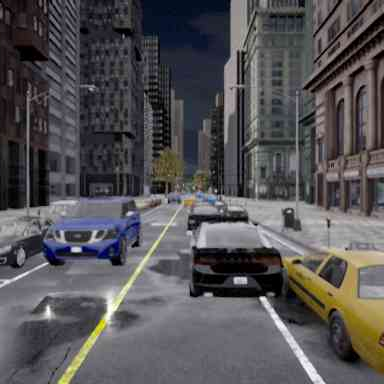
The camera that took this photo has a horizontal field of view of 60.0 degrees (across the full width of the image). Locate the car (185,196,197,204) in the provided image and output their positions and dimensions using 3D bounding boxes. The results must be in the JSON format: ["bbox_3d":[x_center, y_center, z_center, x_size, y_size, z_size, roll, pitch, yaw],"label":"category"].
[{"bbox_3d":[-0.164,1.443,59.782,1.994,1.385,4.181,0,0,0],"label":"car"}]

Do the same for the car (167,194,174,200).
[{"bbox_3d":[-6.022,1.356,93.149,1.752,1.417,4.829,0,0,0],"label":"car"}]

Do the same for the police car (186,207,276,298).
[{"bbox_3d":[0.877,1.407,8.649,1.930,1.638,5.238,0,0,0],"label":"police car"}]

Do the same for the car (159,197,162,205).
[{"bbox_3d":[-5.911,1.443,49.701,1.887,1.381,4.507,0,0,0],"label":"car"}]

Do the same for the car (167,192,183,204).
[{"bbox_3d":[-3.163,1.087,59.334,2.150,2.045,5.566,0,0,0],"label":"car"}]

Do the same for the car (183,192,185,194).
[{"bbox_3d":[-3.193,1.117,71.499,2.150,2.045,5.566,0,0,0],"label":"car"}]

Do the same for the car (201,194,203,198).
[{"bbox_3d":[2.627,1.432,55.231,1.887,1.381,4.507,0,0,0],"label":"car"}]

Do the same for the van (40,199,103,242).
[{"bbox_3d":[-5.812,1.307,16.548,1.690,1.788,3.998,0,0,0],"label":"van"}]

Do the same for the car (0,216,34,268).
[{"bbox_3d":[-5.797,1.528,11.023,2.008,1.369,4.403,0,0,0],"label":"car"}]

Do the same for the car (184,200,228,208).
[{"bbox_3d":[0.743,1.441,18.563,1.882,1.535,5.008,0,0,2],"label":"car"}]

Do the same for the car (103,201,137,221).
[{"bbox_3d":[-5.846,1.488,27.599,1.887,1.381,4.507,0,0,0],"label":"car"}]

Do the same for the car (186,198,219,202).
[{"bbox_3d":[0.731,1.428,24.513,1.882,1.535,5.008,0,0,-2],"label":"car"}]

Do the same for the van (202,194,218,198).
[{"bbox_3d":[2.657,1.250,44.181,1.690,1.788,3.998,0,0,0],"label":"van"}]

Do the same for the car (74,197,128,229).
[{"bbox_3d":[-5.828,1.269,22.073,2.192,1.841,5.009,0,0,0],"label":"car"}]

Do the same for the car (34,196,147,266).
[{"bbox_3d":[-3.131,1.197,11.749,2.150,2.045,5.566,0,0,0],"label":"car"}]

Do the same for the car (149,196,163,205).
[{"bbox_3d":[-5.928,1.432,55.226,1.887,1.381,4.507,0,0,0],"label":"car"}]

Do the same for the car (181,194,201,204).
[{"bbox_3d":[-0.106,1.381,46.874,1.882,1.535,5.008,0,0,1],"label":"car"}]

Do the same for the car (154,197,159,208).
[{"bbox_3d":[-5.895,1.454,44.175,1.887,1.381,4.507,0,0,0],"label":"car"}]

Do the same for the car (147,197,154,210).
[{"bbox_3d":[-5.878,1.446,38.480,1.752,1.417,4.829,0,0,0],"label":"car"}]

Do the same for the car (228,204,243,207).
[{"bbox_3d":[2.713,1.505,22.082,2.008,1.369,4.403,0,0,0],"label":"car"}]

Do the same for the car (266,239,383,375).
[{"bbox_3d":[2.756,1.513,5.677,1.752,1.417,4.829,0,0,0],"label":"car"}]
